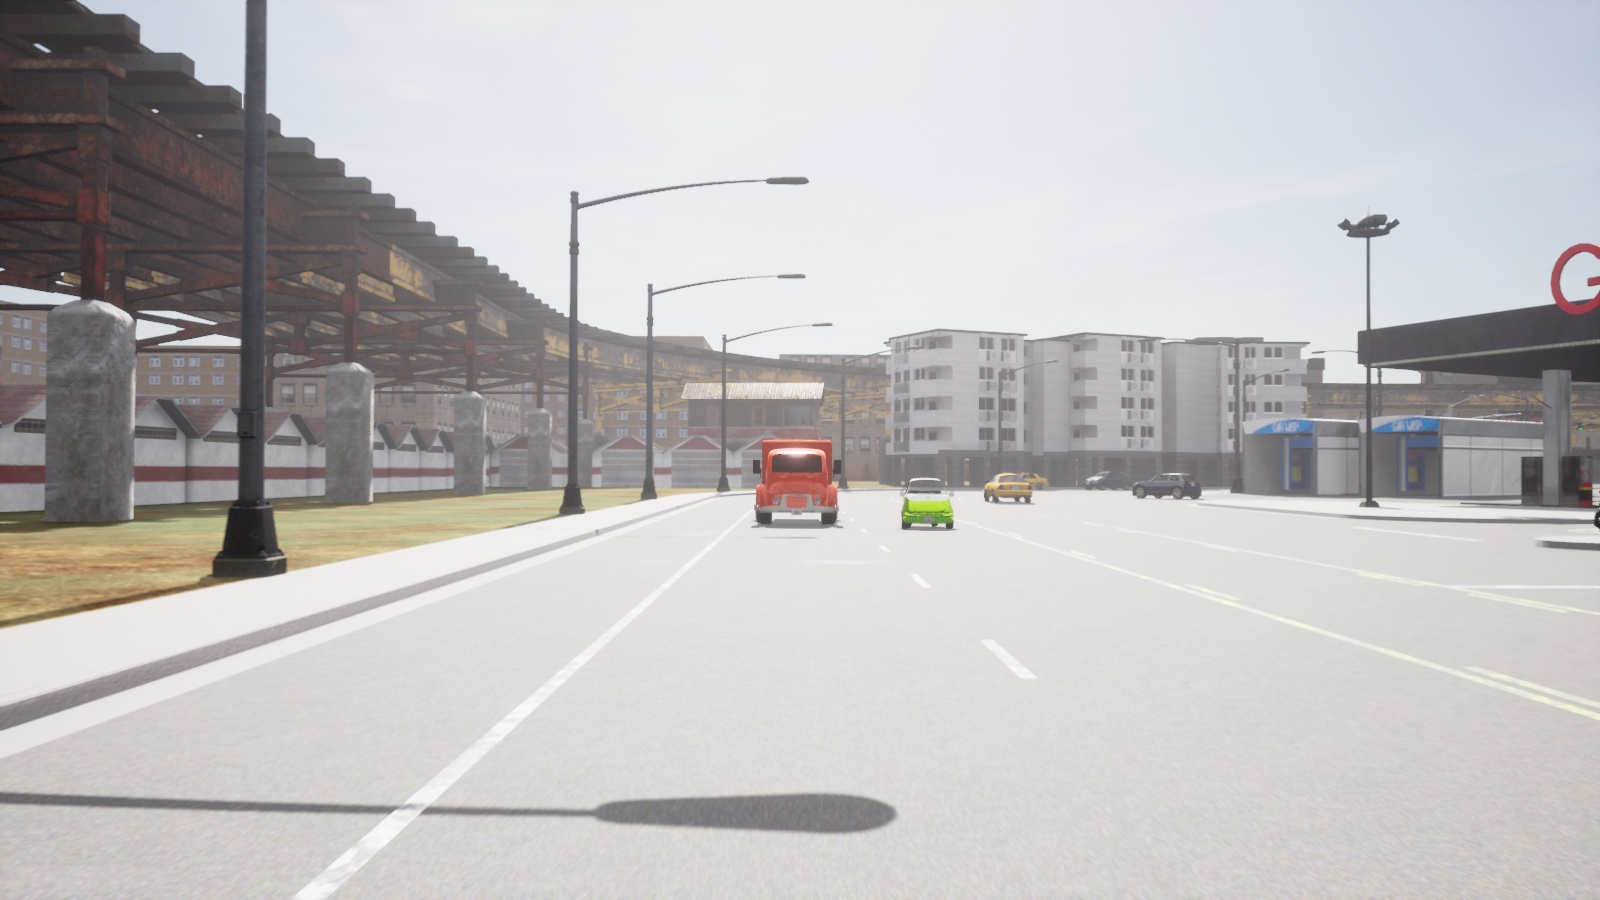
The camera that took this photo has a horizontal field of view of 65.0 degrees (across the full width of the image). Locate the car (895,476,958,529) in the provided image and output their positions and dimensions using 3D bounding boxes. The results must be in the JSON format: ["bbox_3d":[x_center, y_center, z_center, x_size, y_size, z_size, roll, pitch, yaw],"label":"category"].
[{"bbox_3d":[3.420,1.412,34.304,1.481,1.376,2.207,0,-1,0],"label":"car"}]

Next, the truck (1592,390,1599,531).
[{"bbox_3d":[23.711,0.227,30.175,7.936,3.462,2.891,0,-1,-9],"label":"truck"}]

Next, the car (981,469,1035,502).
[{"bbox_3d":[10.356,1.730,62.758,1.801,1.575,5.366,0,-1,0],"label":"car"}]

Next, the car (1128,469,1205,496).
[{"bbox_3d":[21.222,1.876,72.787,1.970,1.475,3.806,0,-1,-37],"label":"car"}]

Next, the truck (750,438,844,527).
[{"bbox_3d":[-0.090,0.939,37.667,2.627,2.467,5.204,0,-1,0],"label":"truck"}]
